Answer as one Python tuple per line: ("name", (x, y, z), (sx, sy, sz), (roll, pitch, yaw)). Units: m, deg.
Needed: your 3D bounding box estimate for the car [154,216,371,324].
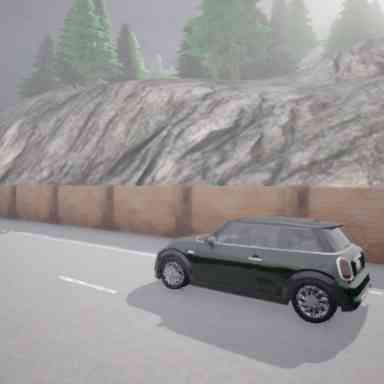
("car", (1.320, 1.314, 7.352), (4.553, 1.767, 2.097), (1, 1, 36))
